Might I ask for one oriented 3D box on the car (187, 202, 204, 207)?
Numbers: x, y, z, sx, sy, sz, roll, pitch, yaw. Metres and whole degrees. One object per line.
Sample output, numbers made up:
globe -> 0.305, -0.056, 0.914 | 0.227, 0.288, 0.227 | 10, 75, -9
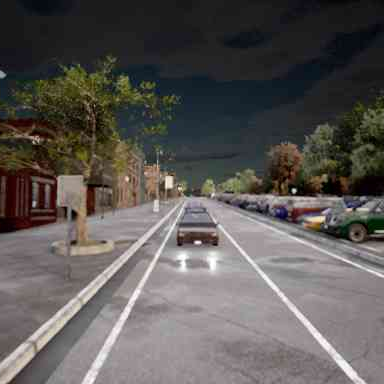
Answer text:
car -> 0.293, 1.666, 29.046 | 2.128, 1.511, 4.902 | 0, 0, 0

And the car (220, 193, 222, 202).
car -> 9.055, 1.450, 66.719 | 5.566, 2.045, 2.435 | 0, 0, 0

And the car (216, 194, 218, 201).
car -> 9.012, 1.684, 80.736 | 5.008, 1.535, 2.097 | 0, 0, 0

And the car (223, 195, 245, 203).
car -> 9.026, 1.569, 72.326 | 4.553, 1.767, 2.185 | 0, 0, 0

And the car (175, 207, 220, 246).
car -> 0.240, 1.657, 16.042 | 2.033, 1.411, 5.357 | 0, 0, 0

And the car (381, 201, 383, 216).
car -> 22.504, 1.702, 33.841 | 5.366, 1.575, 1.946 | 0, 0, 0

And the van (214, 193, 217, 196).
van -> 8.861, 1.449, 89.145 | 4.442, 1.987, 1.878 | 0, 0, 0

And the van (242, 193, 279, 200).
van -> 9.307, 1.503, 44.295 | 4.442, 1.987, 1.878 | 0, 0, 0

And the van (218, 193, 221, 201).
van -> 8.914, 1.462, 77.932 | 4.442, 1.987, 1.878 | 0, 0, 0

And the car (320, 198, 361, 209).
car -> 22.427, 1.719, 50.498 | 5.366, 1.575, 1.946 | 0, 0, 0

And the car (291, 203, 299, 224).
car -> 9.299, 1.674, 21.858 | 4.674, 1.452, 2.002 | 0, 0, 0

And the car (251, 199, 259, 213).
car -> 9.259, 1.745, 35.876 | 4.792, 1.488, 2.163 | 0, 0, 0

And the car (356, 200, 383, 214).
car -> 22.322, 1.753, 39.395 | 4.792, 1.488, 2.163 | 0, 0, 0

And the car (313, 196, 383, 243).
car -> 9.295, 1.345, 16.253 | 5.566, 2.045, 2.435 | 0, 0, 0

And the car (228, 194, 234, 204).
car -> 9.155, 1.586, 58.310 | 4.553, 1.767, 2.185 | 0, 0, 0

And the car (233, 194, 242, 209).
car -> 9.149, 1.474, 47.095 | 5.566, 2.045, 2.435 | 0, 0, 0

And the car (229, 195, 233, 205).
car -> 9.131, 1.717, 55.507 | 4.892, 1.521, 2.231 | 0, 0, 0

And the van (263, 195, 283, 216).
van -> 9.140, 1.462, 30.272 | 4.442, 1.987, 1.878 | 0, 0, 0

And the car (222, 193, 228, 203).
car -> 9.069, 1.454, 63.916 | 5.566, 2.045, 2.435 | 0, 0, 0

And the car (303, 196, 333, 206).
car -> 22.232, 1.586, 58.826 | 4.553, 1.767, 2.185 | 0, 0, 0

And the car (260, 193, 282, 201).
car -> 22.014, 1.419, 92.376 | 5.566, 2.045, 2.435 | 0, 0, 0

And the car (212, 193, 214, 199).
car -> 9.136, 1.665, 94.753 | 5.366, 1.575, 1.946 | 0, 0, 0

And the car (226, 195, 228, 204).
car -> 9.108, 1.749, 61.113 | 4.674, 1.452, 2.002 | 0, 0, 0

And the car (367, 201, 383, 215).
car -> 22.277, 1.748, 36.611 | 4.792, 1.488, 2.163 | 0, 0, 0

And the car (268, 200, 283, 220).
car -> 9.265, 1.671, 27.464 | 5.008, 1.535, 2.097 | 0, 0, 0

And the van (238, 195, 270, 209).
van -> 9.280, 1.496, 49.900 | 4.442, 1.987, 1.878 | 0, 0, 0

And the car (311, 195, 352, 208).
car -> 22.256, 1.467, 53.273 | 5.566, 2.045, 2.435 | 0, 0, 0

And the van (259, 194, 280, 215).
van -> 9.360, 1.476, 33.075 | 4.442, 1.987, 1.878 | 0, 0, 0

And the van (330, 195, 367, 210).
van -> 22.370, 1.499, 47.723 | 4.442, 1.987, 1.878 | 0, 0, 0

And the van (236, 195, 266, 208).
van -> 9.267, 1.493, 52.703 | 4.442, 1.987, 1.878 | 0, 0, 0

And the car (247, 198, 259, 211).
car -> 9.214, 1.762, 38.684 | 4.674, 1.452, 2.002 | 0, 0, 0

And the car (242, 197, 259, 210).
car -> 9.210, 1.727, 41.487 | 4.892, 1.521, 2.231 | 0, 0, 0

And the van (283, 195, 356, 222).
van -> 9.400, 1.426, 24.663 | 4.442, 1.987, 1.878 | 0, 0, 0

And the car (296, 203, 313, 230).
car -> 9.124, 1.612, 19.054 | 5.366, 1.575, 1.946 | 0, 0, 0

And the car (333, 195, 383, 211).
car -> 22.295, 1.477, 44.947 | 5.566, 2.045, 2.435 | 0, 0, 0

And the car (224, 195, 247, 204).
car -> 9.039, 1.573, 69.522 | 4.553, 1.767, 2.185 | 0, 0, 0

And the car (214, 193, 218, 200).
car -> 8.962, 1.707, 86.342 | 4.792, 1.488, 2.163 | 0, 0, 0
